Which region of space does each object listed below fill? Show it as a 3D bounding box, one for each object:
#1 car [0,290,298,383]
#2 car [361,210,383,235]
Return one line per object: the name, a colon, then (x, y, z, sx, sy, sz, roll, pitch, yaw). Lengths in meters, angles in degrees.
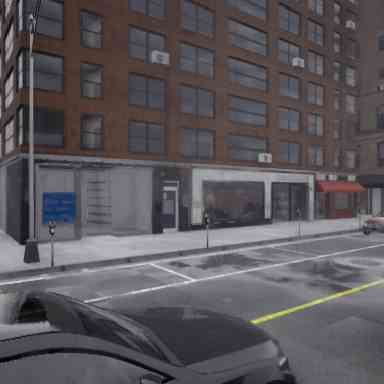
car: (-1.215, 1.525, 2.413, 4.674, 1.442, 1.812, 0, 0, -36)
car: (10.616, 1.582, 17.470, 4.206, 1.307, 1.802, 0, 0, -35)
